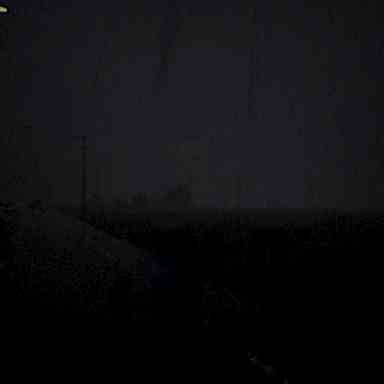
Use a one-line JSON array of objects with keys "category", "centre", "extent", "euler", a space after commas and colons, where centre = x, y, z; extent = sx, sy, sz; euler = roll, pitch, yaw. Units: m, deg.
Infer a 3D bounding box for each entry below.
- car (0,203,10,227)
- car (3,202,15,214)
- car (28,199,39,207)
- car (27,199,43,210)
[{"category": "car", "centre": [-14.759, 1.787, 24.491], "extent": [1.812, 1.442, 4.674], "euler": [0, -1, -26]}, {"category": "car", "centre": [-22.784, 1.981, 40.712], "extent": [2.033, 1.411, 5.357], "euler": [0, -1, -26]}, {"category": "car", "centre": [-31.828, 2.208, 66.670], "extent": [1.837, 1.490, 4.892], "euler": [0, -1, -26]}, {"category": "car", "centre": [-24.356, 1.902, 51.789], "extent": [2.097, 1.767, 4.553], "euler": [0, 0, -26]}]
